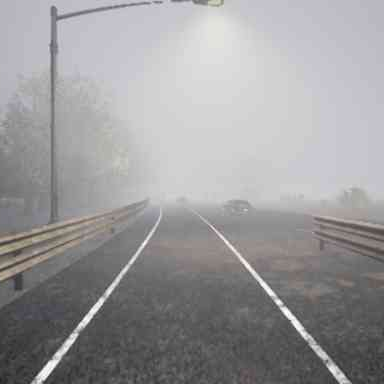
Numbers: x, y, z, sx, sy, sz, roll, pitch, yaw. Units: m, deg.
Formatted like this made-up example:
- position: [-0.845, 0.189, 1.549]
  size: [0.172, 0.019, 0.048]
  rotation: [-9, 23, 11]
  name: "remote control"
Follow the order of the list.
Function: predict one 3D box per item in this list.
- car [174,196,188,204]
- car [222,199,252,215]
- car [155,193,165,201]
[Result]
- position: [-2.047, 1.471, 60.768]
  size: [1.837, 1.490, 4.892]
  rotation: [0, 0, -13]
  name: "car"
- position: [4.480, 1.437, 33.585]
  size: [1.837, 1.490, 4.892]
  rotation: [0, 0, -14]
  name: "car"
- position: [-8.376, 1.204, 87.123]
  size: [2.150, 2.045, 5.566]
  rotation: [0, 0, -14]
  name: "car"
